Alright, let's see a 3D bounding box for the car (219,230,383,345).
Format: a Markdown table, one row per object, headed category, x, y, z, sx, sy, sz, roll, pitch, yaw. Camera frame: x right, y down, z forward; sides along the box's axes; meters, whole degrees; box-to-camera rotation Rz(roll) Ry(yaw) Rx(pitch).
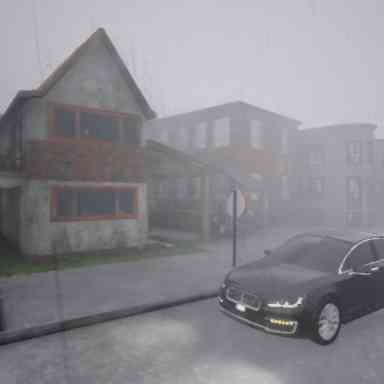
| category | x | y | z | sx | sy | sz | roll | pitch | yaw |
| --- | --- | --- | --- | --- | --- | --- | --- | --- | --- |
| car | 2.732 | 1.558 | 6.552 | 4.892 | 1.490 | 1.837 | 1 | 0 | -35 |
